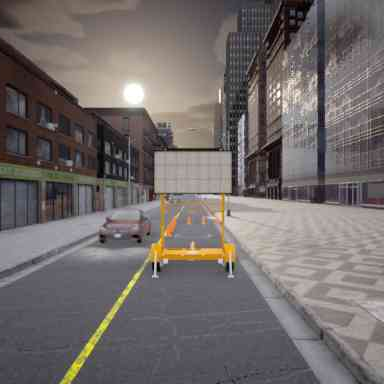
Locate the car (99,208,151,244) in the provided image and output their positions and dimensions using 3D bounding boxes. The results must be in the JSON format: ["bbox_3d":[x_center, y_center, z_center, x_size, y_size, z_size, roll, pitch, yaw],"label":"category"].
[{"bbox_3d":[-3.050,1.535,16.001,1.812,1.442,4.674,0,0,0],"label":"car"}]

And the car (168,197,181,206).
[{"bbox_3d":[-2.909,1.551,56.991,2.128,1.511,4.902,0,0,0],"label":"car"}]

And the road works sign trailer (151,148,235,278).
[{"bbox_3d":[0.031,0.467,10.171,2.380,3.560,2.880,0,0,0],"label":"road works sign trailer"}]
